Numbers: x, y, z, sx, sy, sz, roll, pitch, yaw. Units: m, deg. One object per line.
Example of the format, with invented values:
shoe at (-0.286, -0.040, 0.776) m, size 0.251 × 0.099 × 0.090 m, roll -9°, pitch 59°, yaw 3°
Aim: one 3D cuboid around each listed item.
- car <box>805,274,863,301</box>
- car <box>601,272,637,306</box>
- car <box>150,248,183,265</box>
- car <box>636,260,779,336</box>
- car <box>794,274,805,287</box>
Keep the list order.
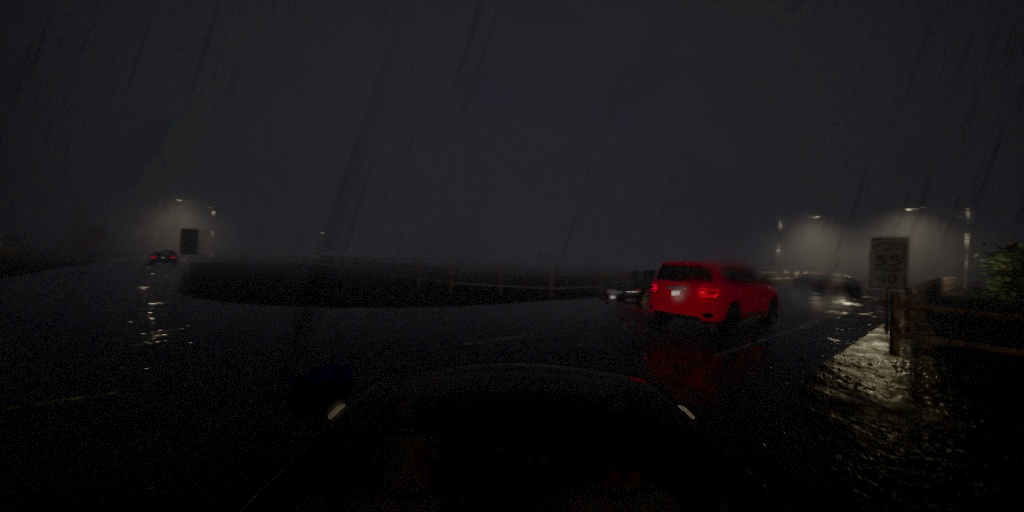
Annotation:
car at (21.280, 1.997, 23.392) m, size 4.902 × 1.511 × 2.128 m, roll 2°, pitch 0°, yaw -39°
car at (5.921, 1.438, 15.770) m, size 4.902 × 1.511 × 2.128 m, roll 2°, pitch 0°, yaw -39°
car at (-33.253, 0.119, 34.349) m, size 2.033 × 1.411 × 5.357 m, roll 3°, pitch 0°, yaw -42°
car at (6.643, 1.201, 11.608) m, size 5.566 × 2.045 × 2.150 m, roll 2°, pitch 0°, yaw -39°
car at (28.000, 2.338, 33.370) m, size 4.718 × 1.301 × 1.895 m, roll 2°, pitch 0°, yaw -38°
